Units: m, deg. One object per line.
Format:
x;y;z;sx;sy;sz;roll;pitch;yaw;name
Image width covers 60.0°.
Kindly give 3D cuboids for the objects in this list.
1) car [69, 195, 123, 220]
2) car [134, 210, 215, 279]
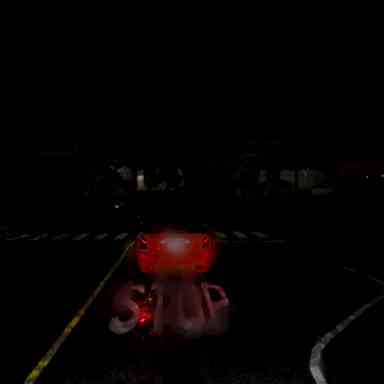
-8.552;1.325;29.572;5.566;2.045;2.150;0;-1;35;car
-0.541;1.380;10.395;2.097;1.767;4.553;0;0;-3;car
